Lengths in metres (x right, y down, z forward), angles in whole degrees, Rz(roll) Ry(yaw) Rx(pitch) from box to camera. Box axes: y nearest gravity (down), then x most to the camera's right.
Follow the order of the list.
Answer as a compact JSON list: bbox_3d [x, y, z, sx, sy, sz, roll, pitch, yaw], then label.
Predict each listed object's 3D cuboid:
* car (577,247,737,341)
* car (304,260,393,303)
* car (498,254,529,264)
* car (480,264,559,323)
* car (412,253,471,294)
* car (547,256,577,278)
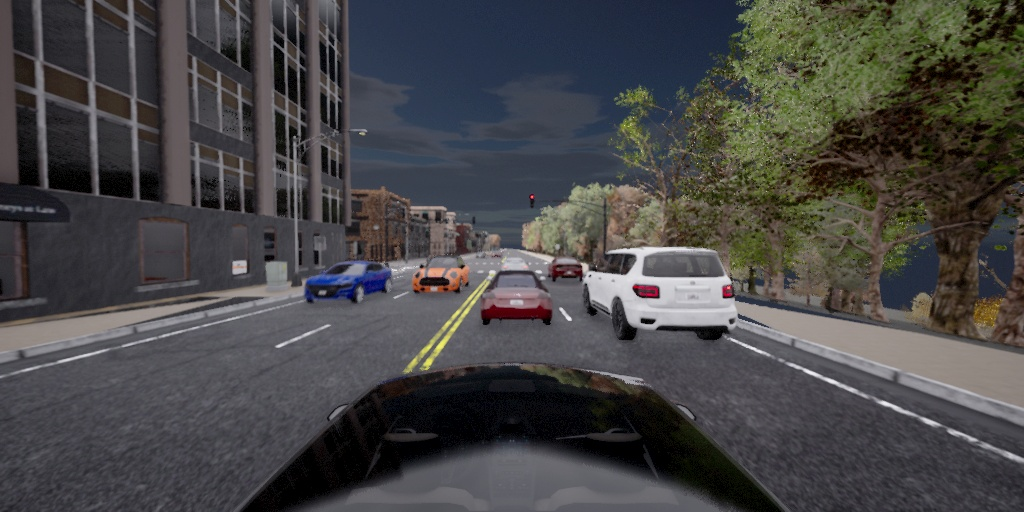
[{"bbox_3d":[3.380,0.809,9.405,2.150,2.045,5.566,0,1,0],"label":"car"},{"bbox_3d":[-6.555,0.954,14.908,1.882,1.535,5.008,0,1,0],"label":"car"},{"bbox_3d":[0.156,0.818,23.794,1.812,1.442,4.674,0,1,-1],"label":"car"},{"bbox_3d":[0.127,1.117,11.186,1.994,1.385,4.181,0,1,0],"label":"car"},{"bbox_3d":[-3.292,0.775,17.447,2.097,1.767,4.553,0,1,0],"label":"car"},{"bbox_3d":[3.412,0.775,23.552,1.882,1.535,5.008,0,1,1],"label":"car"}]
